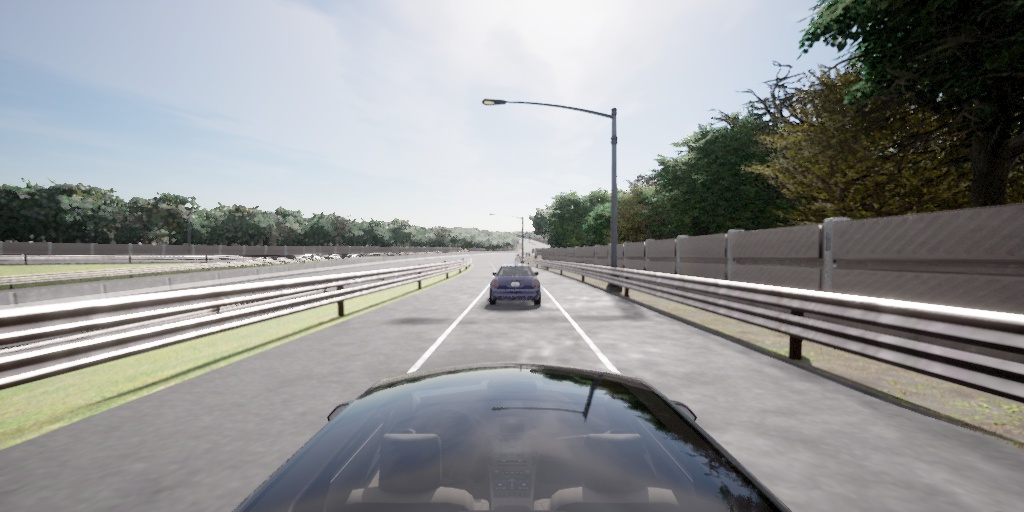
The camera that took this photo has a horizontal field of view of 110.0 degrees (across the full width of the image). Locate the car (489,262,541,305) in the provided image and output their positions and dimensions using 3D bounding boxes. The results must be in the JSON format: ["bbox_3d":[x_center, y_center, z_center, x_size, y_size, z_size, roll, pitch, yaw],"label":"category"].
[{"bbox_3d":[0.146,1.114,16.142,2.097,1.767,4.553,0,0,1],"label":"car"}]
